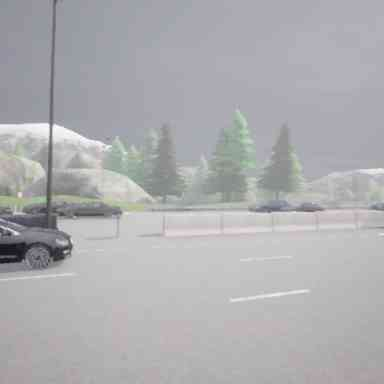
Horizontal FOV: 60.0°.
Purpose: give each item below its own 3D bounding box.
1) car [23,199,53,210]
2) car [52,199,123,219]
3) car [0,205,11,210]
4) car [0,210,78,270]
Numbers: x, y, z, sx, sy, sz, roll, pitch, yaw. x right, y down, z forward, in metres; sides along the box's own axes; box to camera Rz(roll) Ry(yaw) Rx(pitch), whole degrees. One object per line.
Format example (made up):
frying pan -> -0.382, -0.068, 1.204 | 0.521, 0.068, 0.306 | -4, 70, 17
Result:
car -> -12.468, 1.393, 29.909 | 4.902, 1.511, 2.128 | 1, 0, -23
car -> -8.527, 1.483, 27.761 | 5.357, 1.411, 2.033 | 1, 0, -23
car -> -14.394, 1.376, 21.510 | 4.902, 1.511, 2.128 | 1, 0, -23
car -> -6.047, 1.440, 9.612 | 4.902, 1.511, 2.128 | 1, 0, -23
